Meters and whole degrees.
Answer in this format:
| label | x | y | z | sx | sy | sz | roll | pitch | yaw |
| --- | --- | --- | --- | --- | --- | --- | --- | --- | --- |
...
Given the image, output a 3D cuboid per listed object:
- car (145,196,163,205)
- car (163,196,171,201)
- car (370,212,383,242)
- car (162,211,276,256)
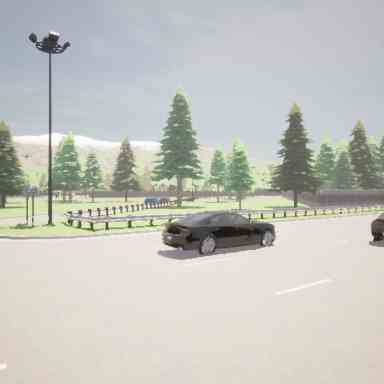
| label | x | y | z | sx | sy | sz | roll | pitch | yaw |
| --- | --- | --- | --- | --- | --- | --- | --- | --- | --- |
| car | -6.787 | 1.478 | 57.626 | 1.882 | 1.535 | 5.008 | 0 | 0 | 6 |
| car | -5.634 | 1.525 | 69.477 | 1.812 | 1.442 | 4.674 | 0 | 0 | 5 |
| car | 10.023 | 1.504 | 15.166 | 4.892 | 1.490 | 1.837 | 0 | 0 | -35 |
| car | 1.202 | 1.477 | 13.189 | 5.008 | 1.535 | 1.882 | 0 | 0 | -35 |
